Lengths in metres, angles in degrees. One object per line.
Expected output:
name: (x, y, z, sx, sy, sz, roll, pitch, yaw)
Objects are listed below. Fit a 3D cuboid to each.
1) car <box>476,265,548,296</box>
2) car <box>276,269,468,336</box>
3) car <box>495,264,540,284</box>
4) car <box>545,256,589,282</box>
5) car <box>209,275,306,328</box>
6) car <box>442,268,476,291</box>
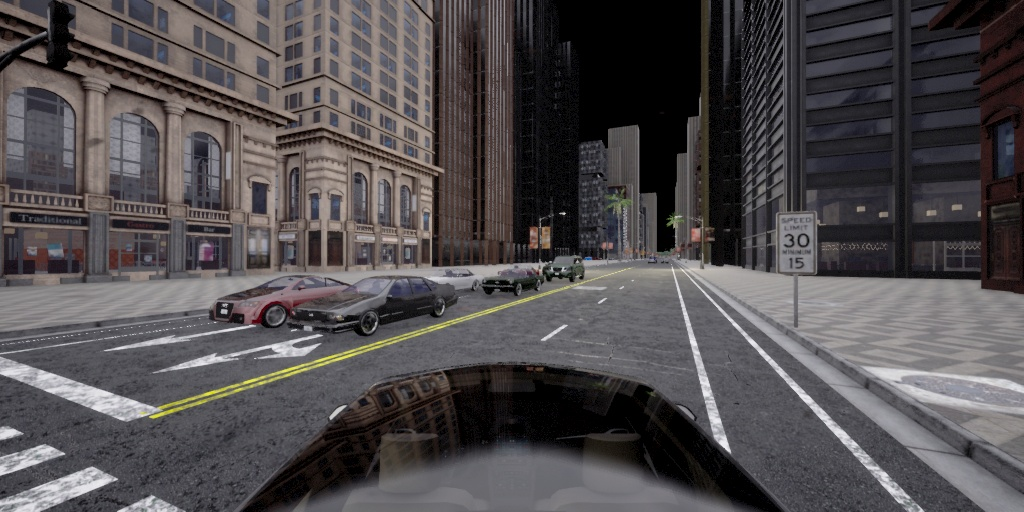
car: (0.162, 1.358, 19.577, 1.895, 1.301, 4.718, 0, 0, 24)
car: (-3.690, 1.299, 10.796, 2.033, 1.411, 5.357, 0, 0, 24)
car: (0.579, 1.364, 28.616, 1.895, 1.301, 4.718, 0, 0, 24)
car: (4.463, 0.987, 29.372, 2.150, 2.045, 5.566, 0, 0, 23)
car: (-6.939, 1.316, 11.469, 1.994, 1.385, 4.181, 0, 0, 24)
car: (-3.424, 1.357, 19.494, 1.895, 1.301, 4.718, 0, 0, 24)
